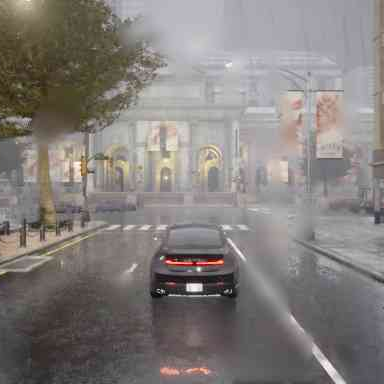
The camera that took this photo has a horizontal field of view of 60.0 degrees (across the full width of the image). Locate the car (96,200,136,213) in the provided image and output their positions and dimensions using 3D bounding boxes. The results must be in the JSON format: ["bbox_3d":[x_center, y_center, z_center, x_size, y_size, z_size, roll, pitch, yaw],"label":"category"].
[{"bbox_3d":[-8.267,1.564,36.361,4.181,1.385,1.994,0,0,0],"label":"car"}]

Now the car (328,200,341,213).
[{"bbox_3d":[17.459,1.477,36.254,5.008,1.535,1.882,0,0,0],"label":"car"}]

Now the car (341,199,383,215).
[{"bbox_3d":[17.809,1.505,32.752,4.892,1.490,1.837,0,0,0],"label":"car"}]

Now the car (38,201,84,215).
[{"bbox_3d":[-12.915,1.564,32.880,4.181,1.385,1.994,0,0,0],"label":"car"}]

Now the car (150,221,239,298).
[{"bbox_3d":[0.061,1.505,8.519,1.837,1.490,4.892,0,0,0],"label":"car"}]
